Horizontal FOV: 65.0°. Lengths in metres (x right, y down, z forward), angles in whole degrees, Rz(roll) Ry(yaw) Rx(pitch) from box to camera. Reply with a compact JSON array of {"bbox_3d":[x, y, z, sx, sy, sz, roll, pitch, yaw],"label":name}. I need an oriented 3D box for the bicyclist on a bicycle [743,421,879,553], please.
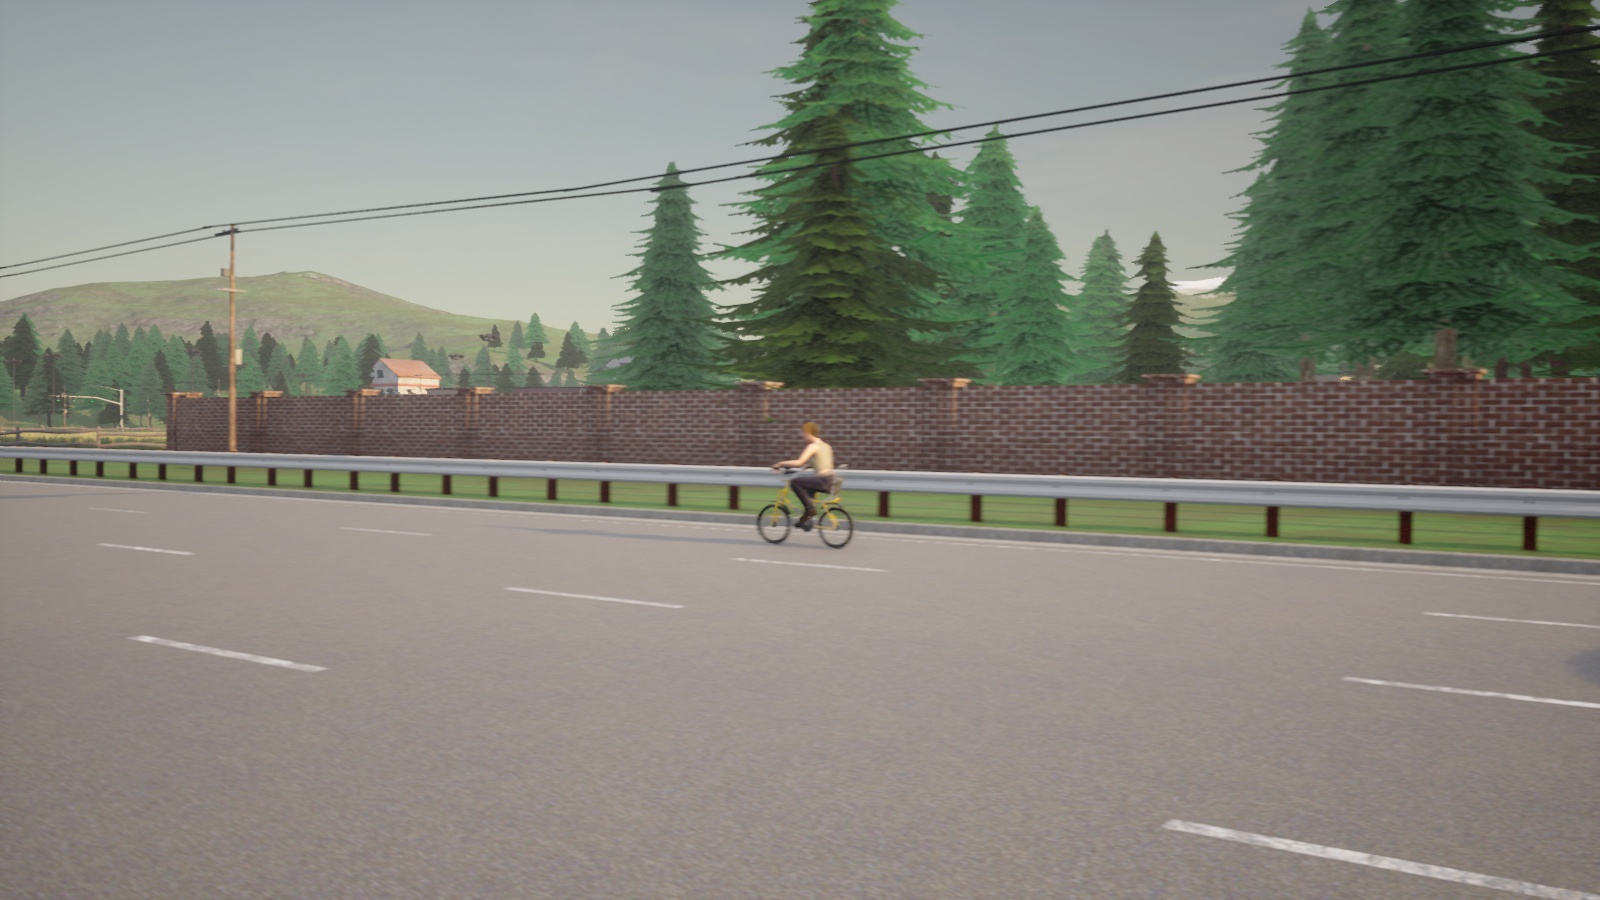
[{"bbox_3d":[0.135,0.447,16.131,1.509,1.612,0.866,0,1,34],"label":"bicyclist on a bicycle"}]
